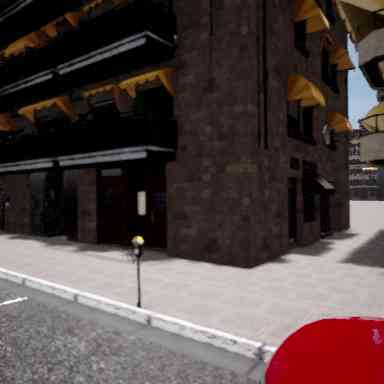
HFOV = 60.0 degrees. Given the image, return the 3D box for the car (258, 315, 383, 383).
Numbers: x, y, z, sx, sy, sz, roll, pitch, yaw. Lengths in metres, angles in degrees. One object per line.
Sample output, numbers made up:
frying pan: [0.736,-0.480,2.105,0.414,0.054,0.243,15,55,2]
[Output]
car: [2.622,1.325,1.174,5.009,1.841,2.192,0,-1,36]
